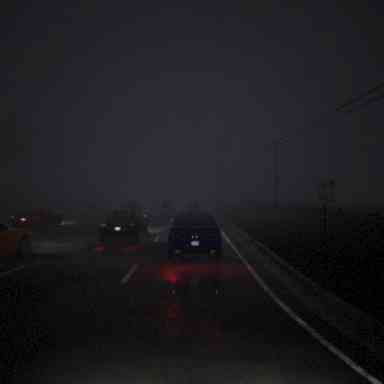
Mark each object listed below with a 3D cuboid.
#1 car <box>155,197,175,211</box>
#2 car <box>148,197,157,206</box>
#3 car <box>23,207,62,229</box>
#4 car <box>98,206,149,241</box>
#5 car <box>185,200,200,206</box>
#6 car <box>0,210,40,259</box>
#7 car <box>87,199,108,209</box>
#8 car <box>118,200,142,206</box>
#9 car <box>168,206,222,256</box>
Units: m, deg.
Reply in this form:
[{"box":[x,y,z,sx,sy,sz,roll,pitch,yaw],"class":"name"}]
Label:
[{"box":[-3.393,1.779,45.645,2.033,1.411,5.357,0,0,0],"class":"car"},{"box":[-6.895,1.670,62.463,2.097,1.767,4.553,0,0,0],"class":"car"},{"box":[-10.398,1.679,22.498,1.994,1.385,4.181,0,0,0],"class":"car"},{"box":[-3.398,1.651,17.186,1.994,1.385,4.181,0,0,0],"class":"car"},{"box":[0.107,1.771,44.077,2.033,1.411,5.357,0,0,0],"class":"car"},{"box":[-6.900,1.531,10.284,1.882,1.535,5.008,0,0,0],"class":"car"},{"box":[-13.995,1.799,49.344,2.033,1.411,5.357,0,0,0],"class":"car"},{"box":[-6.896,1.722,38.659,1.812,1.442,4.674,0,0,0],"class":"car"},{"box":[0.102,1.546,13.392,1.882,1.535,5.008,0,0,0],"class":"car"}]
